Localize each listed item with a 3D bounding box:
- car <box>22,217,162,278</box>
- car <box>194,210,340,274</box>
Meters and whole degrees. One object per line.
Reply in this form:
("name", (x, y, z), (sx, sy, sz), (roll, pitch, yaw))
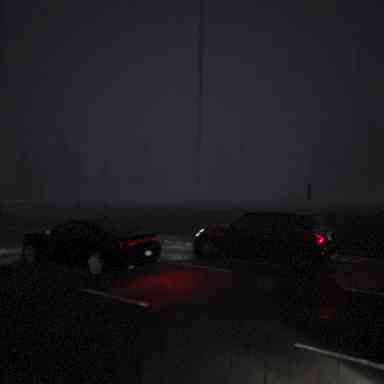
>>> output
("car", (-3.262, 1.526, 10.398), (5.008, 1.535, 1.882), (0, 0, 33))
("car", (2.271, 1.376, 10.903), (4.553, 1.767, 2.097), (0, 0, 35))
